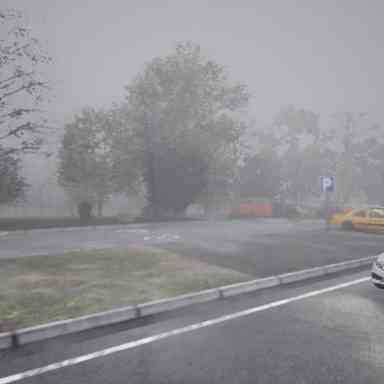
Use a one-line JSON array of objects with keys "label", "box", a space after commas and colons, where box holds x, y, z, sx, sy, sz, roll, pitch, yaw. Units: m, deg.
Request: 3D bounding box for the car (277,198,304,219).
[{"label": "car", "box": [8.116, 1.598, 34.147, 2.435, 2.045, 5.566, 2, -1, -35]}]

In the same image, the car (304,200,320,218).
[{"label": "car", "box": [10.487, 1.928, 35.575, 1.946, 1.575, 5.366, 2, -1, -35]}]

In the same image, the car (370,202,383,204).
[{"label": "car", "box": [21.657, 2.363, 43.753, 2.097, 1.535, 5.008, 2, -1, -35]}]

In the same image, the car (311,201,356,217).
[{"label": "car", "box": [17.164, 2.064, 40.521, 2.185, 1.767, 4.553, 2, -1, -35]}]

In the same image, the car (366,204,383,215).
[{"label": "car", "box": [28.528, 2.621, 48.427, 1.946, 1.575, 5.366, 2, -1, -35]}]

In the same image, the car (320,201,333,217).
[{"label": "car", "box": [12.636, 2.017, 37.326, 2.231, 1.521, 4.892, 2, -1, -35]}]

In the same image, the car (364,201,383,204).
[{"label": "car", "box": [23.913, 2.451, 45.359, 2.231, 1.521, 4.892, 2, -1, -35]}]

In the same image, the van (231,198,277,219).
[{"label": "van", "box": [5.708, 1.550, 32.542, 1.878, 1.987, 4.442, 2, -1, -35]}]

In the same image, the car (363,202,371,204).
[{"label": "car", "box": [19.300, 2.272, 42.074, 2.097, 1.535, 5.008, 2, -1, -35]}]

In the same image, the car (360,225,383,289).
[{"label": "car", "box": [6.292, 1.604, 8.171, 4.674, 1.442, 1.812, 1, 0, -35]}]

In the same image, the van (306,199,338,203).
[{"label": "van", "box": [14.826, 1.877, 39.037, 1.878, 1.987, 4.442, 2, -1, -35]}]

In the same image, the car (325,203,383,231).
[{"label": "car", "box": [11.130, 1.707, 19.973, 1.946, 1.575, 5.366, 2, -1, -35]}]

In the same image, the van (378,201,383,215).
[{"label": "van", "box": [30.748, 2.485, 50.092, 1.878, 1.987, 4.442, 2, -1, -35]}]
